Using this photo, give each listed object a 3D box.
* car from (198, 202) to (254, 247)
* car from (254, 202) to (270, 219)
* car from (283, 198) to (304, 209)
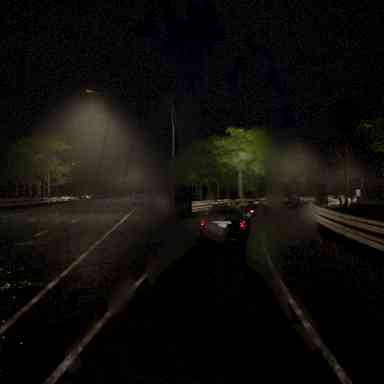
[{"bbox_3d":[1.628,1.364,15.346,2.097,1.767,4.553,1,0,11],"label":"car"},{"bbox_3d":[5.762,1.601,29.718,1.994,1.385,4.181,0,0,21],"label":"car"},{"bbox_3d":[13.930,1.598,45.645,1.812,1.442,4.674,0,0,33],"label":"car"}]
